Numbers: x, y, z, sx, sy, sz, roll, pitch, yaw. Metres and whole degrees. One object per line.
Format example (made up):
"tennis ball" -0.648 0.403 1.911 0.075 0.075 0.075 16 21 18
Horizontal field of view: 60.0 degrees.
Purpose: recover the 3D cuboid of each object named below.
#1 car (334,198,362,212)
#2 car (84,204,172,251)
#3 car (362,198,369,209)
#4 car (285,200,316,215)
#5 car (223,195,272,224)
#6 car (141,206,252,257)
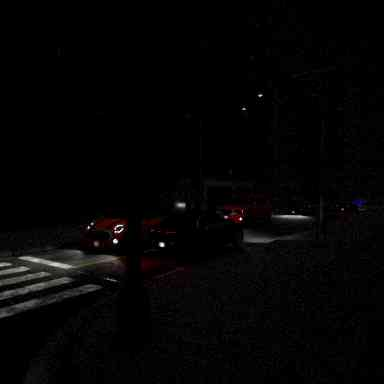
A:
"car" 17.831 1.606 38.350 1.895 1.301 4.718 0 0 35
"car" -2.309 1.345 14.217 2.097 1.767 4.553 0 0 34
"car" 23.574 1.537 46.751 1.812 1.442 4.674 0 0 35
"car" 11.091 1.539 33.666 2.033 1.411 5.357 0 0 35
"car" 3.664 1.214 22.922 2.150 2.045 5.566 0 0 35
"car" 0.370 1.510 13.133 1.837 1.490 4.892 0 0 35
